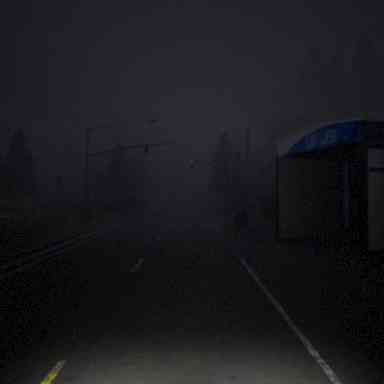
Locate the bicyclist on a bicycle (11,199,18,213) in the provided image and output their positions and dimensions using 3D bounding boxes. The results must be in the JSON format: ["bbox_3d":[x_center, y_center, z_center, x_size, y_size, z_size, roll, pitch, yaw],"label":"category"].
[{"bbox_3d":[-22.011,1.750,41.316,0.582,1.620,1.656,0,0,-1],"label":"bicyclist on a bicycle"}]
